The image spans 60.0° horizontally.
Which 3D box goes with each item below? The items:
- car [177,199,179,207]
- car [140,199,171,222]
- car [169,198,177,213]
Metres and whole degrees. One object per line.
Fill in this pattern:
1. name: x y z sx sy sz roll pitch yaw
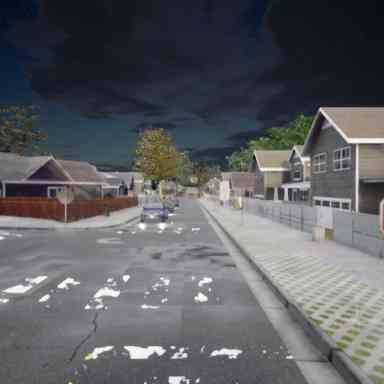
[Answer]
1. car: -2.985 1.614 50.799 1.994 1.385 4.181 0 0 0
2. car: -2.922 1.532 26.529 1.812 1.442 4.674 0 0 0
3. car: -2.953 1.524 36.710 1.837 1.490 4.892 0 0 0
